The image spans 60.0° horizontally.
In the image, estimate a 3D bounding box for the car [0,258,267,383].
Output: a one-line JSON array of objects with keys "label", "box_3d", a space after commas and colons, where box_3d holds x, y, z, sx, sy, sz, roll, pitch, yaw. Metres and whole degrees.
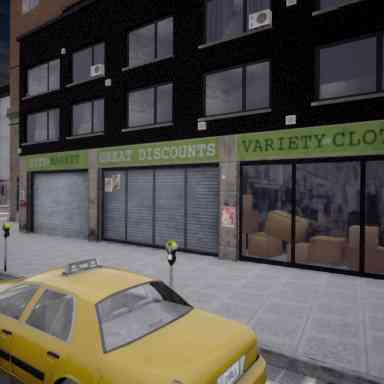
[{"label": "car", "box_3d": [-1.540, 1.524, 4.190, 4.829, 1.417, 1.752, 0, 1, 36]}]
